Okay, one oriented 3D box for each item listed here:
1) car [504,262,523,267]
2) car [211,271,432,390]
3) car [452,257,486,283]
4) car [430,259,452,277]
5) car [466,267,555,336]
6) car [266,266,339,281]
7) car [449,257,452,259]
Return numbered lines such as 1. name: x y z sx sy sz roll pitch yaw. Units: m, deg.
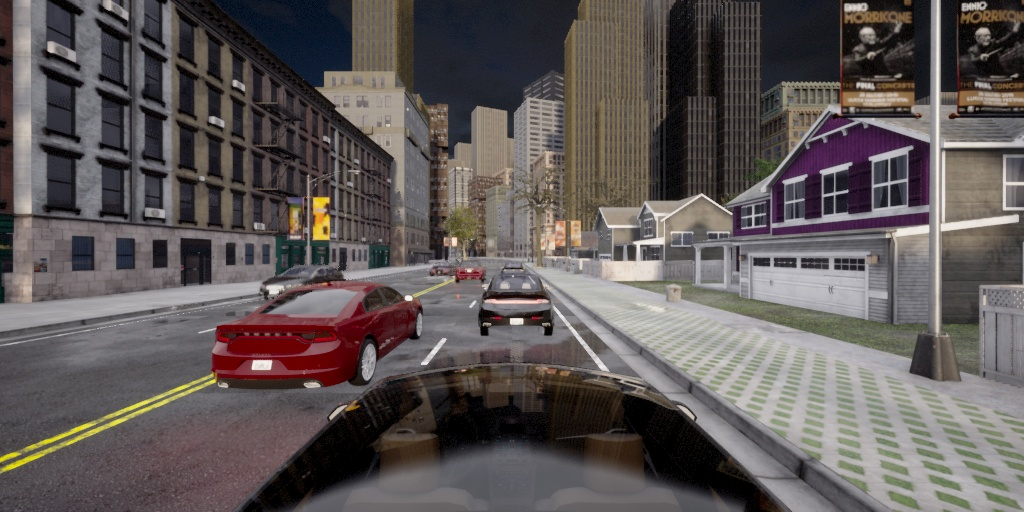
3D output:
1. car: 0.115 1.229 27.800 2.128 1.511 4.902 0 0 0
2. car: -3.148 1.227 7.006 1.882 1.535 5.008 0 0 0
3. car: -3.124 1.090 27.815 2.097 1.767 4.553 0 0 -2
4. car: -6.576 1.296 34.358 1.994 1.385 4.181 0 0 0
5. car: 0.106 1.239 10.381 2.128 1.511 4.902 0 0 0
6. car: -9.839 1.236 17.241 2.128 1.511 4.902 0 0 0
7. car: -9.710 0.897 58.272 1.994 1.385 4.181 0 0 0
